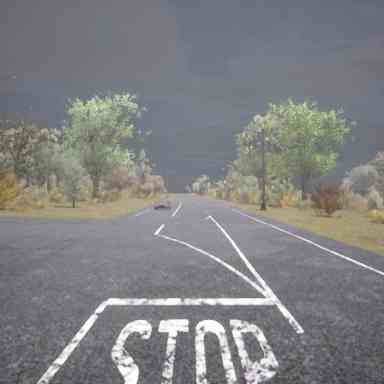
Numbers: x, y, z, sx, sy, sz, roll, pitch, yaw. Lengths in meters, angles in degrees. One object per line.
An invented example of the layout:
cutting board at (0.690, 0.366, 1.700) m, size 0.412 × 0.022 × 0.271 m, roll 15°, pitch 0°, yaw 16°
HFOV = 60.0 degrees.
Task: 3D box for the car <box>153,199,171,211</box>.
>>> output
car at (-3.617, 1.565, 41.337) m, size 1.994 × 1.385 × 4.181 m, roll 0°, pitch 0°, yaw 0°
